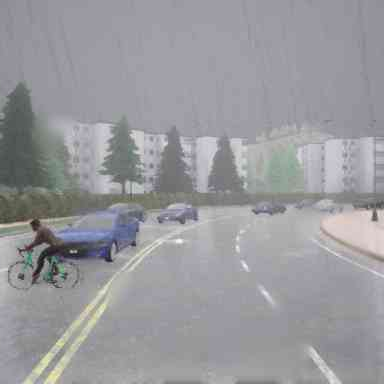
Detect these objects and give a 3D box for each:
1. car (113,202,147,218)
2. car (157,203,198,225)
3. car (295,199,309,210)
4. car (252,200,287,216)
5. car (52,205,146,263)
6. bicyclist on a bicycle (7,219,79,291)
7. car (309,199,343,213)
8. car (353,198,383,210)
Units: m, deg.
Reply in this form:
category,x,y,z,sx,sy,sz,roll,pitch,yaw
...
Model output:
category,x,y,z,sx,sy,sz,roll,pitch,yaw
car,-4.802,1.506,23.227,1.837,1.490,4.892,0,-1,18
car,-0.913,1.525,24.656,1.812,1.442,4.674,0,0,20
car,14.897,1.547,41.231,5.357,1.411,2.033,0,0,-41
car,7.789,1.547,33.302,2.033,1.411,5.357,0,0,35
car,-3.294,1.478,12.288,1.882,1.535,5.008,0,0,5
bicyclist on a bicycle,-3.402,1.453,7.597,1.656,1.620,0.582,0,0,-1
car,14.869,1.526,36.261,1.812,1.442,4.674,0,0,43
car,22.676,1.491,42.525,4.902,1.511,2.128,0,0,-30
